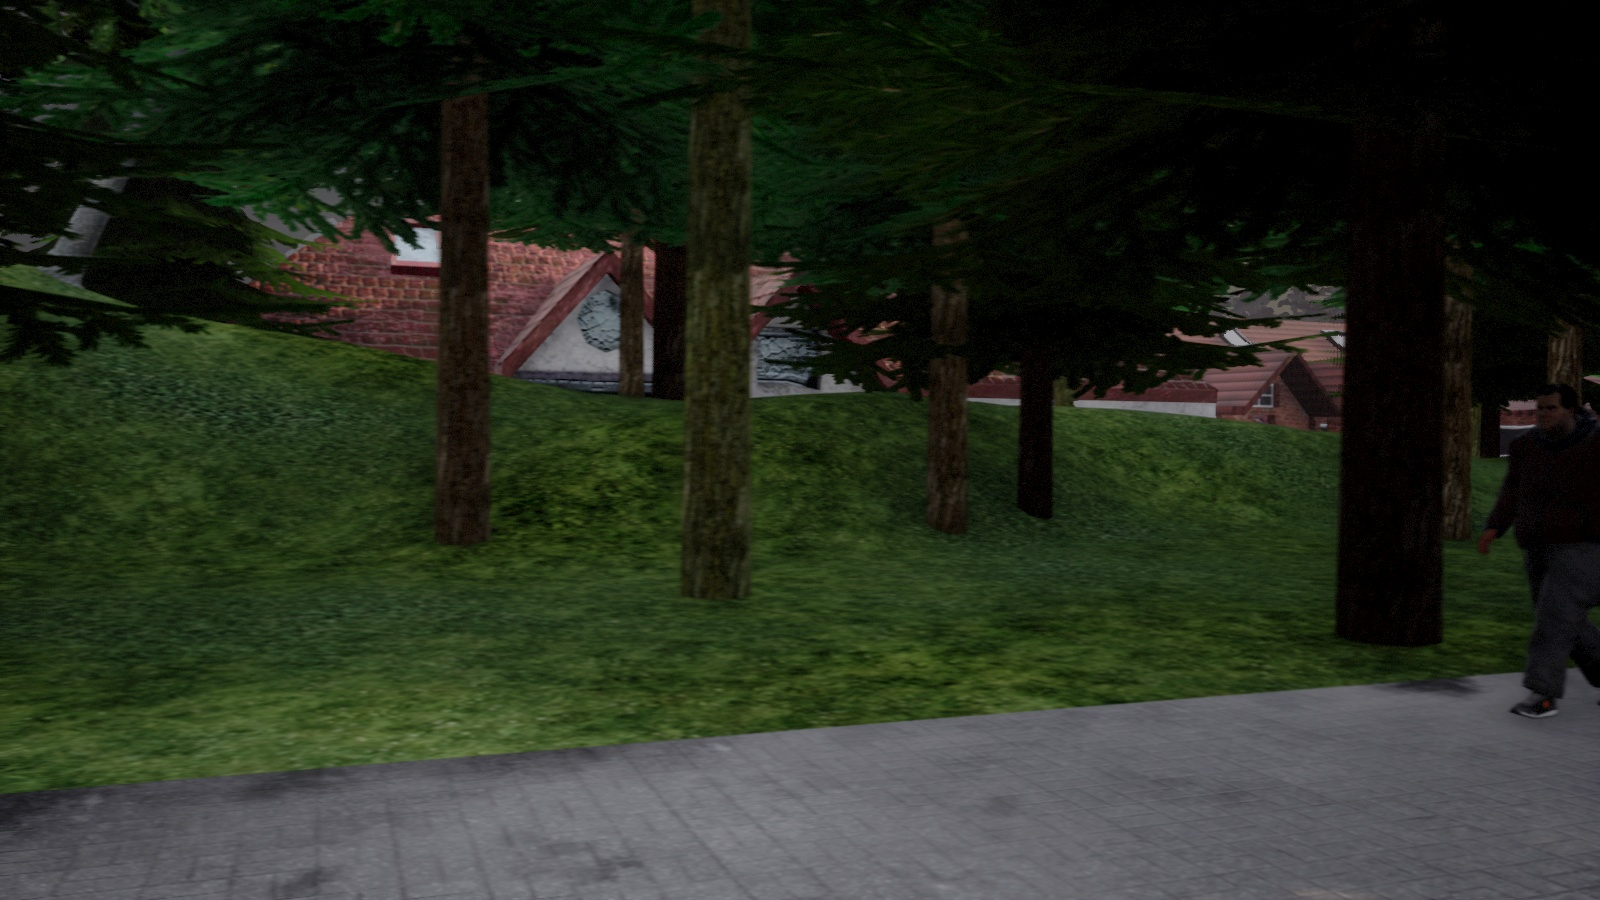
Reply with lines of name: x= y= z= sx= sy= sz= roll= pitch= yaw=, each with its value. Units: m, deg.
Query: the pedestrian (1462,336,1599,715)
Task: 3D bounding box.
pedestrian: x=4.063 y=0.357 z=6.551 sx=0.899 sy=1.844 sz=0.634 roll=-1 pitch=1 yaw=-19
